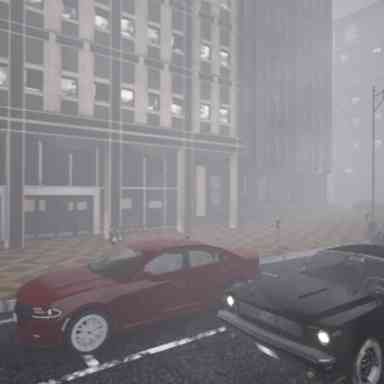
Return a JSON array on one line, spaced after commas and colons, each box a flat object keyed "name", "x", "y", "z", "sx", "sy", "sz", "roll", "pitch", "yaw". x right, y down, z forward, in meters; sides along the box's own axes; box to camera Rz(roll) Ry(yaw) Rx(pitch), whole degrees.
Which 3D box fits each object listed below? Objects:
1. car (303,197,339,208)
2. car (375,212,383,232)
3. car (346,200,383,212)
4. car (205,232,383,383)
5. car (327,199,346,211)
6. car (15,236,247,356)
[{"name": "car", "x": 18.767, "y": 1.494, "z": 48.555, "sx": 1.752, "sy": 1.417, "sz": 4.829, "roll": 0, "pitch": 0, "yaw": -36}, {"name": "car", "x": 8.572, "y": 1.566, "z": 12.669, "sx": 4.313, "sy": 1.339, "sz": 1.947, "roll": 0, "pitch": 0, "yaw": -35}, {"name": "car", "x": 18.655, "y": 1.530, "z": 34.328, "sx": 1.802, "sy": 1.307, "sz": 4.206, "roll": 0, "pitch": 0, "yaw": -36}, {"name": "car", "x": 2.696, "y": 1.600, "z": 5.301, "sx": 4.718, "sy": 1.301, "sz": 1.895, "roll": 0, "pitch": 0, "yaw": -35}, {"name": "car", "x": 15.456, "y": 1.463, "z": 38.793, "sx": 1.752, "sy": 1.417, "sz": 4.829, "roll": 0, "pitch": 0, "yaw": -36}, {"name": "car", "x": -0.691, "y": 1.544, "z": 6.063, "sx": 4.507, "sy": 1.381, "sz": 1.887, "roll": 0, "pitch": 0, "yaw": -35}]
